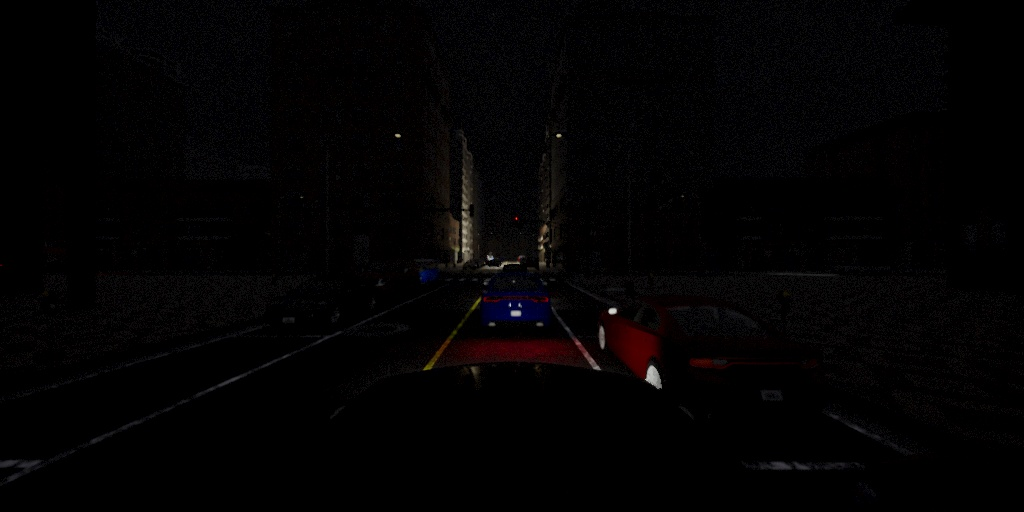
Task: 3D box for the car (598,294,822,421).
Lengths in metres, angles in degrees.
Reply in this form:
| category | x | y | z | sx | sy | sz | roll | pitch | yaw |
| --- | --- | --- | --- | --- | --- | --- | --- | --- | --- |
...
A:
| category | x | y | z | sx | sy | sz | roll | pitch | yaw |
| --- | --- | --- | --- | --- | --- | --- | --- | --- | --- |
| car | 2.670 | 1.294 | 5.913 | 1.888 | 1.381 | 4.507 | 0 | 0 | 0 |

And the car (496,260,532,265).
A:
| category | x | y | z | sx | sy | sz | roll | pitch | yaw |
| --- | --- | --- | --- | --- | --- | --- | --- | --- | --- |
| car | 0.109 | 1.244 | 23.311 | 1.837 | 1.490 | 4.892 | 0 | 0 | 0 |

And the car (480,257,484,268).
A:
| category | x | y | z | sx | sy | sz | roll | pitch | yaw |
| --- | --- | --- | --- | --- | --- | --- | --- | --- | --- |
| car | -5.823 | 1.220 | 55.538 | 1.948 | 1.339 | 4.313 | 0 | 0 | 0 |

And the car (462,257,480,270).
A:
| category | x | y | z | sx | sy | sz | roll | pitch | yaw |
| --- | --- | --- | --- | --- | --- | --- | --- | --- | --- |
| car | -5.827 | 1.196 | 49.713 | 1.751 | 1.417 | 4.829 | 0 | 0 | 0 |

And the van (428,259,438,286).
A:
| category | x | y | z | sx | sy | sz | roll | pitch | yaw |
| --- | --- | --- | --- | --- | --- | --- | --- | --- | --- |
| van | -5.845 | 1.081 | 22.865 | 1.690 | 1.789 | 3.998 | 0 | 0 | 0 |

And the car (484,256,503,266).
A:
| category | x | y | z | sx | sy | sz | roll | pitch | yaw |
| --- | --- | --- | --- | --- | --- | --- | --- | --- | --- |
| car | -3.029 | 1.187 | 60.274 | 2.033 | 1.411 | 5.357 | 0 | 0 | 0 |

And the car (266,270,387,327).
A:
| category | x | y | z | sx | sy | sz | roll | pitch | yaw |
| --- | --- | --- | --- | --- | --- | --- | --- | --- | --- |
| car | -5.852 | 1.312 | 11.583 | 1.948 | 1.339 | 4.313 | 0 | 0 | 0 |

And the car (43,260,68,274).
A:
| category | x | y | z | sx | sy | sz | roll | pitch | yaw |
| --- | --- | --- | --- | --- | --- | --- | --- | --- | --- |
| car | -47.531 | 1.170 | 38.308 | 4.902 | 1.511 | 2.128 | 0 | 0 | 1 |

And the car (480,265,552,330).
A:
| category | x | y | z | sx | sy | sz | roll | pitch | yaw |
| --- | --- | --- | --- | --- | --- | --- | --- | --- | --- |
| car | 0.103 | 1.224 | 11.103 | 1.882 | 1.535 | 5.008 | 0 | 0 | 0 |

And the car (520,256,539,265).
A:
| category | x | y | z | sx | sy | sz | roll | pitch | yaw |
| --- | --- | --- | --- | --- | --- | --- | --- | --- | --- |
| car | 2.699 | 0.985 | 49.850 | 2.192 | 1.841 | 5.009 | 0 | 0 | 0 |

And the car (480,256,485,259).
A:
| category | x | y | z | sx | sy | sz | roll | pitch | yaw |
| --- | --- | --- | --- | --- | --- | --- | --- | --- | --- |
| car | -5.819 | 1.162 | 61.023 | 1.751 | 1.417 | 4.829 | 0 | 0 | 0 |

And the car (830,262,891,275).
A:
| category | x | y | z | sx | sy | sz | roll | pitch | yaw |
| --- | --- | --- | --- | --- | --- | --- | --- | --- | --- |
| car | 35.847 | 1.312 | 37.019 | 4.718 | 1.301 | 1.895 | 0 | 0 | 1 |

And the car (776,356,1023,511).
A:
| category | x | y | z | sx | sy | sz | roll | pitch | yaw |
| --- | --- | --- | --- | --- | --- | --- | --- | --- | --- |
| car | 2.666 | 1.332 | 0.273 | 1.802 | 1.307 | 4.207 | 0 | 0 | 0 |

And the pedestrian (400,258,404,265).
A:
| category | x | y | z | sx | sy | sz | roll | pitch | yaw |
| --- | --- | --- | --- | --- | --- | --- | --- | --- | --- |
| pedestrian | -12.526 | 0.832 | 40.835 | 0.375 | 1.860 | 0.375 | 0 | 0 | 1 |

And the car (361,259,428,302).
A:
| category | x | y | z | sx | sy | sz | roll | pitch | yaw |
| --- | --- | --- | --- | --- | --- | --- | --- | --- | --- |
| car | -5.848 | 1.059 | 17.224 | 2.192 | 1.841 | 5.009 | 0 | 0 | 0 |
